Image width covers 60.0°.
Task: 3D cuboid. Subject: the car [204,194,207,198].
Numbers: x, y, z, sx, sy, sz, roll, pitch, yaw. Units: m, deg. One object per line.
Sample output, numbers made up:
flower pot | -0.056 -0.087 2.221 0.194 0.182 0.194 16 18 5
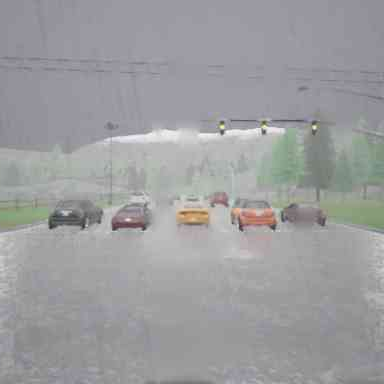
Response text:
car | 3.473 1.079 70.762 1.812 1.442 4.674 0 0 0

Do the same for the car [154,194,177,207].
car | -3.418 1.325 43.710 1.895 1.301 4.718 0 0 0

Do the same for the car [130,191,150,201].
car | -6.918 0.940 44.528 2.150 2.045 5.566 0 0 0

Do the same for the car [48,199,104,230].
car | -6.909 1.223 20.307 2.097 1.767 4.553 0 0 0

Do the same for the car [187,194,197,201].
car | -0.026 1.096 70.536 2.033 1.411 5.357 0 0 0

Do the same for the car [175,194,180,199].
car | -3.526 1.106 70.939 1.994 1.385 4.181 0 0 0

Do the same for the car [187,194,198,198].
car | 0.069 1.234 46.266 1.812 1.442 4.674 0 0 0

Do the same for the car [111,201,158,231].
car | -3.410 1.439 19.764 1.994 1.385 4.181 0 0 0

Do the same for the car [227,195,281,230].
car | 3.592 1.225 20.141 2.097 1.767 4.553 0 0 0

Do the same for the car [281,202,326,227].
car | 7.090 1.390 21.514 1.812 1.442 4.674 0 0 0

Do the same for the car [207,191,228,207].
car | 3.581 0.940 44.588 2.150 2.045 5.566 0 0 0

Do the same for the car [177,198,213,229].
car | 0.091 1.346 20.777 1.882 1.535 5.008 0 0 0

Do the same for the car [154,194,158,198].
car | -7.026 1.078 70.969 2.128 1.511 4.902 0 0 0

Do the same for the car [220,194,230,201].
car | 6.974 1.081 70.494 1.812 1.442 4.674 0 0 0

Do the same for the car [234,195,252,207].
car | 7.081 1.234 46.263 1.812 1.442 4.674 0 0 0
